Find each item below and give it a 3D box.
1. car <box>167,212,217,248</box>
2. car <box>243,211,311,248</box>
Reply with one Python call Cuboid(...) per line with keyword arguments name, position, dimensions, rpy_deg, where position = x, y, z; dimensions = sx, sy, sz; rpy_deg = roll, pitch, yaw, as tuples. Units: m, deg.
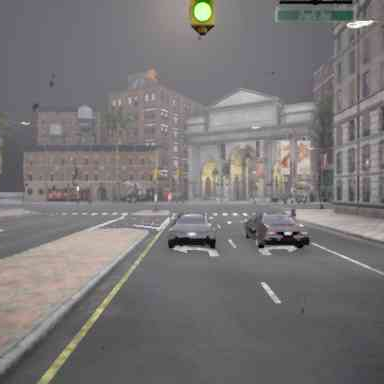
Cuboid(name="car", position=(0.000, 1.571, 14.650), dimensions=(1.994, 1.385, 4.181), rpy_deg=(0, 0, 0))
Cuboid(name="car", position=(3.500, 1.562, 14.650), dimensions=(2.033, 1.411, 5.357), rpy_deg=(0, 0, 0))
